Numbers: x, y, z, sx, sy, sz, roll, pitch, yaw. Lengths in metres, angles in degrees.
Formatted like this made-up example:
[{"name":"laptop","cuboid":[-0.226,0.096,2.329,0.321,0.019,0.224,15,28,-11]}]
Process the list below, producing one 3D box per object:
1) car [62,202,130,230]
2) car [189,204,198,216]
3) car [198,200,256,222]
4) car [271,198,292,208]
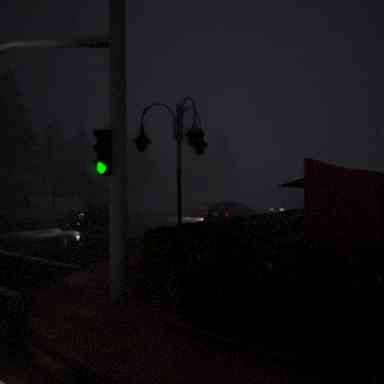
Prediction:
[{"name":"car","cuboid":[-6.423,1.494,22.609,2.097,1.767,4.553,0,0,36]},{"name":"car","cuboid":[1.645,1.619,33.757,1.882,1.535,5.008,0,1,36]},{"name":"car","cuboid":[2.778,1.460,23.214,2.097,1.767,4.553,0,0,36]},{"name":"car","cuboid":[13.466,1.657,49.941,1.837,1.490,4.892,0,-1,36]}]
